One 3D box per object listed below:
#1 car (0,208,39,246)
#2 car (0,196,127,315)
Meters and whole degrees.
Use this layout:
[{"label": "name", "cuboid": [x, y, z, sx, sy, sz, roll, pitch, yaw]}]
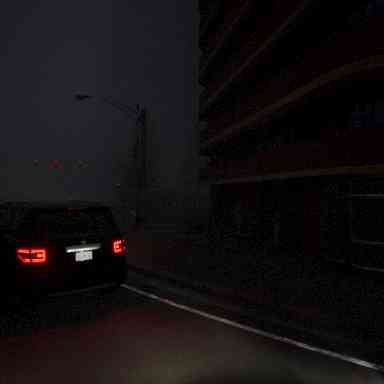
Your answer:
[{"label": "car", "cuboid": [-8.473, 1.564, 15.906, 1.994, 1.385, 4.181, 0, 0, -26]}, {"label": "car", "cuboid": [-3.610, 1.221, 7.932, 2.150, 2.045, 5.566, 0, 0, -40]}]
